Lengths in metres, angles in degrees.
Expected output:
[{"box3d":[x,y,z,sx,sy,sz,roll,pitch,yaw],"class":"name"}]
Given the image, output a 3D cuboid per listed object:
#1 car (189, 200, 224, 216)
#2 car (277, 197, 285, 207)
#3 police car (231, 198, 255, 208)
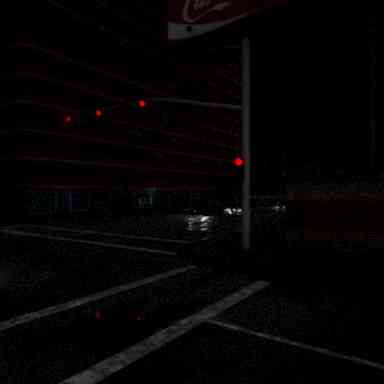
[{"box3d":[1.608,1.555,33.791,1.812,1.442,4.674,0,0,35],"class":"car"},{"box3d":[15.148,1.536,52.834,1.837,1.490,4.892,0,-1,36],"class":"car"},{"box3d":[7.253,1.459,47.705,1.930,1.638,5.238,0,0,35],"class":"police car"}]
